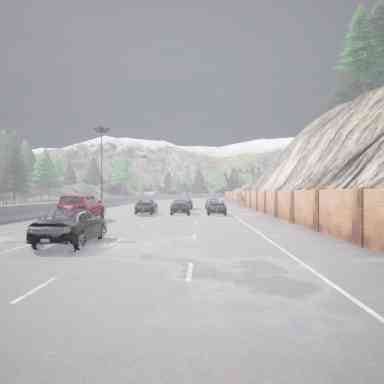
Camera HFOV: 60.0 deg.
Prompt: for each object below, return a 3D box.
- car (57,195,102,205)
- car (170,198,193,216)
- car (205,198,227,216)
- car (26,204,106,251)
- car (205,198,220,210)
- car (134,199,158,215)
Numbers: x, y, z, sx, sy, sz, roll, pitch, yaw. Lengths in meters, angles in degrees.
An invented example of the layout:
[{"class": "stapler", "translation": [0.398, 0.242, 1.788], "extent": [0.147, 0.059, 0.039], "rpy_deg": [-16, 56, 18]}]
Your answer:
[{"class": "car", "translation": [-8.314, 1.223, 25.190], "extent": [2.150, 2.045, 5.566], "rpy_deg": [0, 0, 1]}, {"class": "car", "translation": [-1.115, 1.505, 33.045], "extent": [1.837, 1.490, 4.892], "rpy_deg": [0, 0, 1]}, {"class": "car", "translation": [2.381, 1.491, 32.811], "extent": [2.128, 1.511, 4.902], "rpy_deg": [0, 0, 1]}, {"class": "car", "translation": [-5.093, 1.491, 14.114], "extent": [2.128, 1.511, 4.902], "rpy_deg": [0, 0, 1]}, {"class": "car", "translation": [2.642, 1.525, 43.256], "extent": [1.812, 1.442, 4.674], "rpy_deg": [0, 0, 1]}, {"class": "car", "translation": [-4.593, 1.490, 33.902], "extent": [2.128, 1.511, 4.902], "rpy_deg": [0, 0, 1]}]
